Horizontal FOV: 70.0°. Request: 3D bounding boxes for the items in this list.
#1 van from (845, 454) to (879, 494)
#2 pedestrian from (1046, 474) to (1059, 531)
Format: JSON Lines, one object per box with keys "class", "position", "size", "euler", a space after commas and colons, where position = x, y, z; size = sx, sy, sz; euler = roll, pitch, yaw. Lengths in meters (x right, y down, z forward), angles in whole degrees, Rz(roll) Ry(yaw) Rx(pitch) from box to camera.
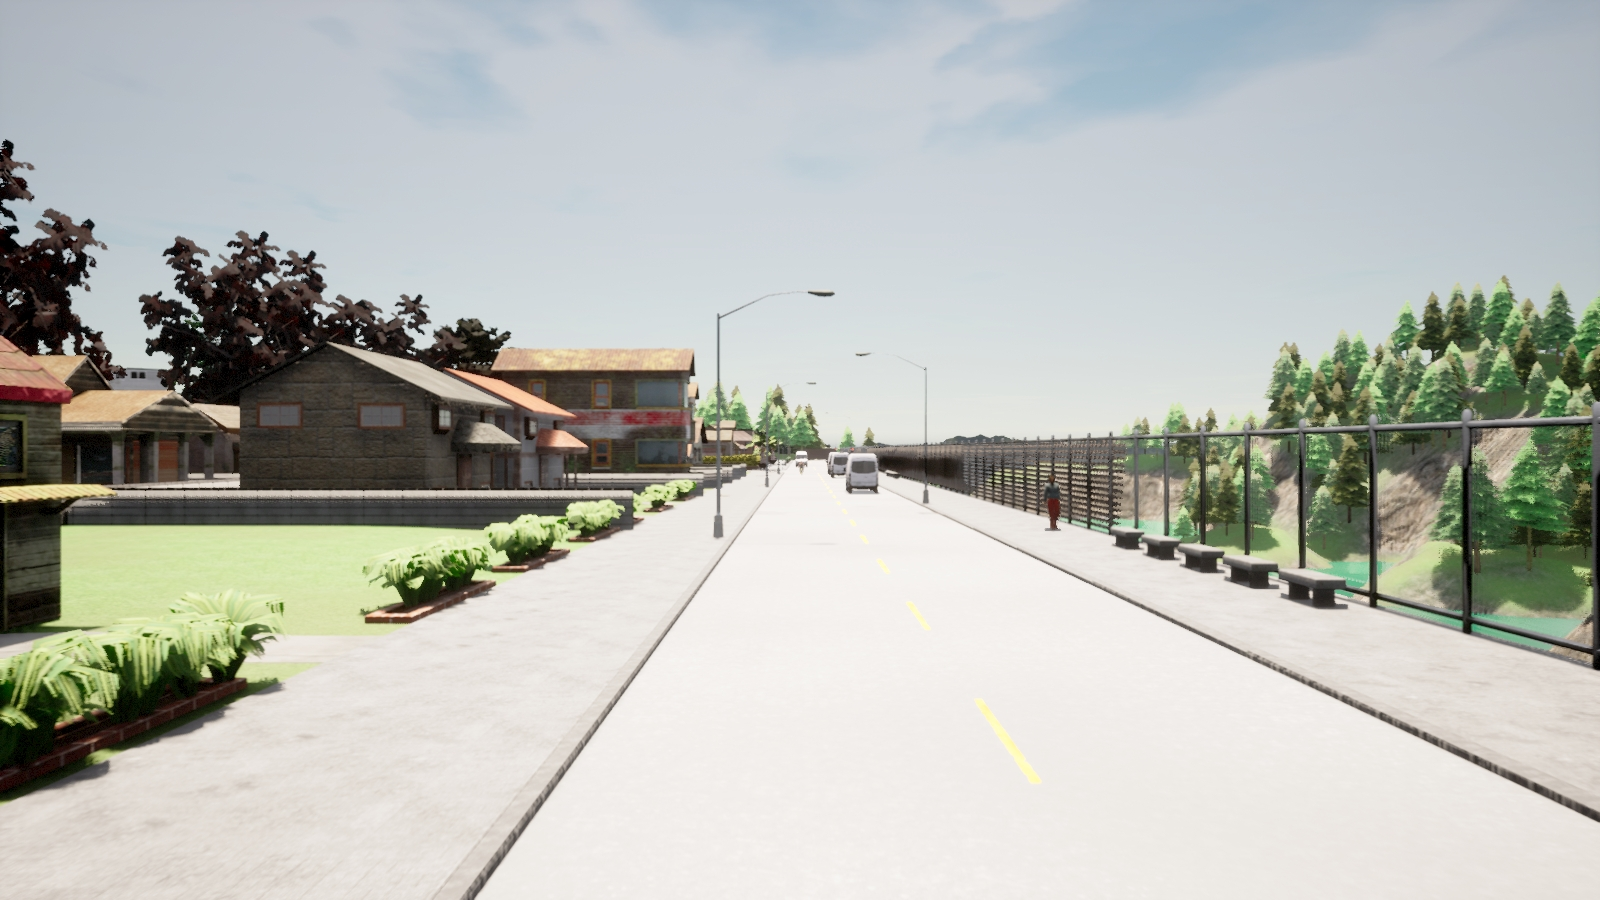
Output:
{"class": "van", "position": [4.103, 1.534, 76.574], "size": [1.988, 2.561, 5.915], "euler": [0, 0, 0]}
{"class": "pedestrian", "position": [8.429, 1.743, 38.137], "size": [0.375, 1.860, 0.375], "euler": [0, 0, 5]}
